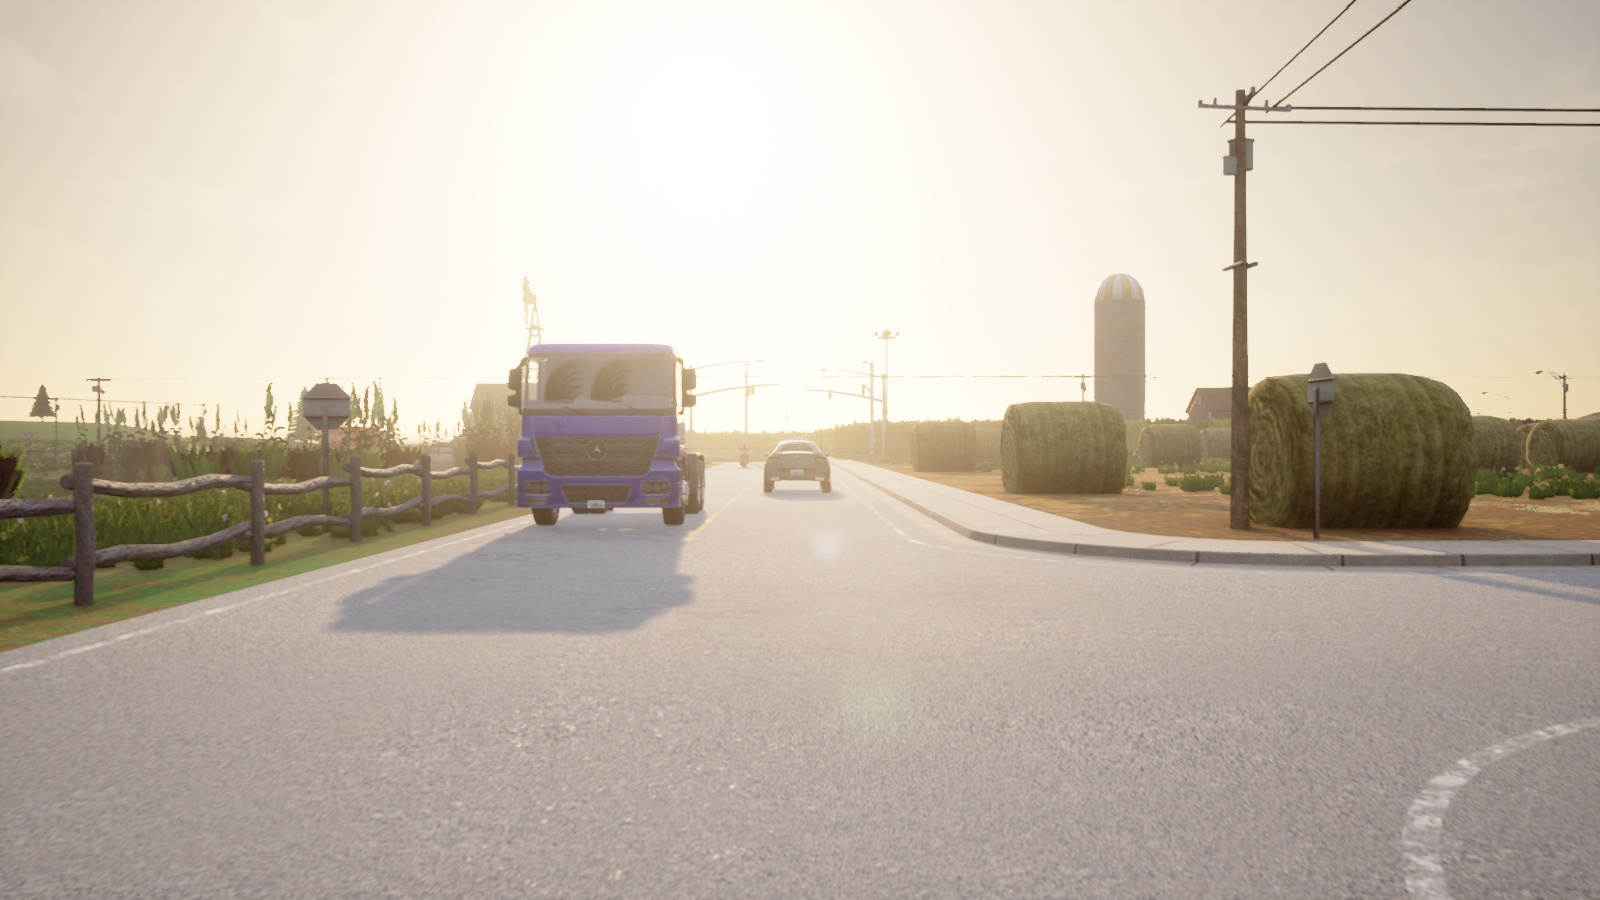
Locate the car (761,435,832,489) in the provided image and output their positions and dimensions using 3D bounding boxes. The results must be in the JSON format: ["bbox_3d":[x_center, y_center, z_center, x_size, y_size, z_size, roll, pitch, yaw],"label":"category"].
[{"bbox_3d":[-0.113,0.359,40.975,2.152,1.651,5.027,0,0,0],"label":"car"}]

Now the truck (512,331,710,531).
[{"bbox_3d":[-3.560,-0.343,25.714,2.891,3.462,7.936,0,0,0],"label":"truck"}]
